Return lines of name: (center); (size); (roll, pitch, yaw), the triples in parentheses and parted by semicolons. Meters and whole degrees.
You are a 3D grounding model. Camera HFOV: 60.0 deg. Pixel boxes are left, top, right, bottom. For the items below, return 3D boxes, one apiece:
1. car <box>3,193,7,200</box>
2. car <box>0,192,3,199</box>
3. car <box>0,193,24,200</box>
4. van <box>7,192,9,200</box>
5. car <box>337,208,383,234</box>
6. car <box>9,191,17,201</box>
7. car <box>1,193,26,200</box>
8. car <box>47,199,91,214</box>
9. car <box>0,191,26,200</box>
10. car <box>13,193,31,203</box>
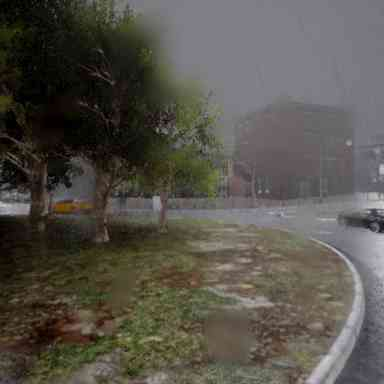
car: (-38.353, 1.050, 73.347); (4.553, 1.767, 2.185); (0, 1, -37)
car: (-40.111, 1.136, 75.660); (5.008, 1.535, 2.097); (0, 1, -37)
car: (-44.846, 1.023, 82.373); (5.366, 1.575, 1.946); (0, 1, -37)
van: (-35.236, 1.018, 68.890); (4.442, 1.987, 1.878); (0, 1, -37)
car: (10.420, 1.588, 19.144); (1.895, 1.301, 4.718); (0, 0, -8)
car: (-33.387, 1.146, 66.642); (4.553, 1.767, 2.185); (0, 1, -37)
car: (-41.682, 1.102, 77.800); (4.892, 1.521, 2.231); (0, 1, -37)
car: (-13.090, 1.467, 35.307); (5.008, 1.535, 1.882); (0, 1, 21)
car: (-43.315, 0.812, 80.043); (5.566, 2.045, 2.435); (0, 1, -37)
car: (-30.202, 1.343, 62.239); (4.792, 1.488, 2.163); (0, 0, -37)
